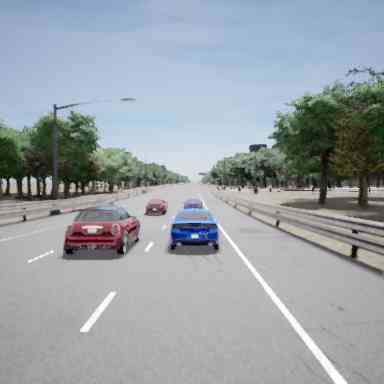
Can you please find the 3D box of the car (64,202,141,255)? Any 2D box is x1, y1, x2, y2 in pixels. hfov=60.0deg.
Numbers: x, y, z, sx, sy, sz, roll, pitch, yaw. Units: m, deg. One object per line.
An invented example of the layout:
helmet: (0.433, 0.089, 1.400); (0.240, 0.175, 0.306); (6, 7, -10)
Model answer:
car: (-3.397, 1.338, 13.451); (2.097, 1.767, 4.553); (0, 0, 0)

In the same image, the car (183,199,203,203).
car: (0.108, 1.374, 32.542); (1.812, 1.442, 4.674); (0, 1, 0)

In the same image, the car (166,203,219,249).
car: (0.104, 1.462, 14.551); (1.882, 1.535, 5.008); (0, 0, 0)

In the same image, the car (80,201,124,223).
car: (-6.892, 1.481, 26.193); (2.033, 1.411, 5.357); (0, 1, 0)

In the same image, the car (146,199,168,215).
car: (-3.392, 1.374, 32.551); (1.812, 1.442, 4.674); (0, 1, 0)
